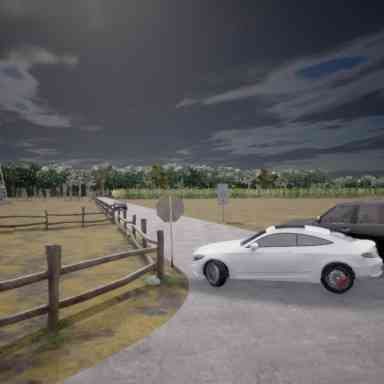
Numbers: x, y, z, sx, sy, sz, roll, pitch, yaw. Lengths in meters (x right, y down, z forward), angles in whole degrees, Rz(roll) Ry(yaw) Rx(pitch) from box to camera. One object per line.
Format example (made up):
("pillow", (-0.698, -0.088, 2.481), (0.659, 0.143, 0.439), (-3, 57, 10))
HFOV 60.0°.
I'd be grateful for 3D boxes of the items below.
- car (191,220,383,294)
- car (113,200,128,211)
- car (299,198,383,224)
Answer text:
("car", (2.296, 1.609, 8.696), (4.674, 1.442, 1.812), (-2, 0, 17))
("car", (-10.749, 1.972, 49.474), (2.033, 1.411, 5.357), (-2, 0, -18))
("car", (5.101, 1.222, 9.781), (2.150, 2.045, 5.566), (-2, 0, -39))
